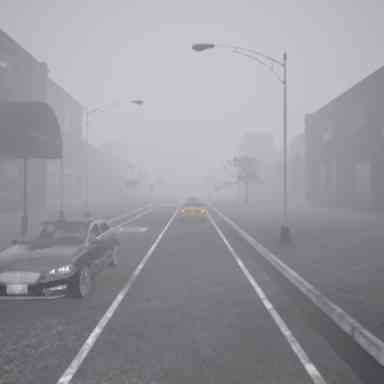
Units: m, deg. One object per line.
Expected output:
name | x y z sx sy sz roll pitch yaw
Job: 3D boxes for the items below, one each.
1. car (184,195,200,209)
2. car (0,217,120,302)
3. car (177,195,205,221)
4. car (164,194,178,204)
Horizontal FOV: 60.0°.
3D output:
car | 0.035 1.187 41.267 1.837 1.490 4.892 0 1 0
car | -3.111 1.444 8.366 2.128 1.511 4.902 0 0 0
car | 0.060 1.285 25.518 1.801 1.575 5.366 0 1 0
car | -3.152 1.093 51.196 1.837 1.490 4.892 0 0 0
